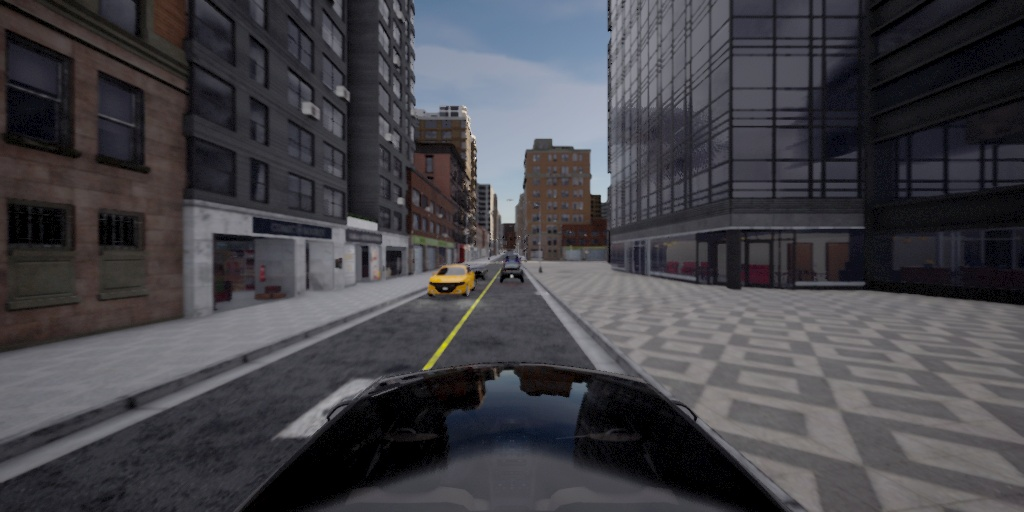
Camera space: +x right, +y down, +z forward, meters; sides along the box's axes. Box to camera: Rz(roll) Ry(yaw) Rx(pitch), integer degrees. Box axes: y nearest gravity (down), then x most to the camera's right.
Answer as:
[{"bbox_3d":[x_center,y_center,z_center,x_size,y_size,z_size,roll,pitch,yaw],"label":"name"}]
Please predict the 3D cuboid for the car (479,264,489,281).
[{"bbox_3d":[-3.045,1.322,30.205,1.895,1.301,4.718,0,0,0],"label":"car"}]

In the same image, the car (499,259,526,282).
[{"bbox_3d":[0.019,1.229,28.540,1.837,1.490,4.892,0,0,1],"label":"car"}]

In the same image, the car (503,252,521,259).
[{"bbox_3d":[0.018,0.827,47.025,2.150,2.045,5.566,0,1,0],"label":"car"}]

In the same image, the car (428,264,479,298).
[{"bbox_3d":[-3.030,1.219,18.794,1.882,1.535,5.008,0,0,0],"label":"car"}]
